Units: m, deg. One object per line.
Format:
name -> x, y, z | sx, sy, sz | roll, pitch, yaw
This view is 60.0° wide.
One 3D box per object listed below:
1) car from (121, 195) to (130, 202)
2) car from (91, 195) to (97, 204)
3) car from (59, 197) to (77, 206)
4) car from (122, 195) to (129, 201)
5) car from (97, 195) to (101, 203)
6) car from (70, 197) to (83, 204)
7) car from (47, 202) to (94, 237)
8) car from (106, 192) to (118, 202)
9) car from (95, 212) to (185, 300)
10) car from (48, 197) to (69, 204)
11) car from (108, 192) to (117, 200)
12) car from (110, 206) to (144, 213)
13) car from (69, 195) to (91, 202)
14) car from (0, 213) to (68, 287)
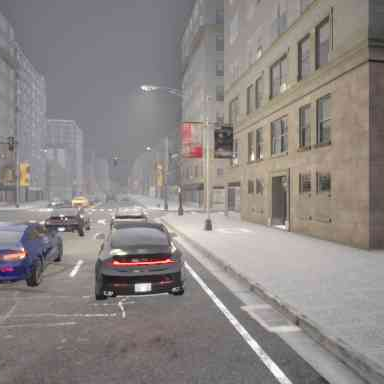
car -> -16.009, 1.620, 80.021 | 1.895, 1.301, 4.718 | 0, 0, -11
car -> -18.234, 1.375, 58.036 | 2.097, 1.767, 4.553 | 0, 0, -12
car -> -21.495, 1.571, 57.740 | 2.033, 1.411, 5.357 | 0, 0, -11
car -> -17.997, 1.503, 89.814 | 1.882, 1.535, 5.008 | 0, 0, -11
car -> -20.127, 1.577, 67.644 | 1.994, 1.385, 4.181 | 0, 0, -11
car -> -23.430, 1.620, 67.579 | 1.895, 1.301, 4.718 | 0, 0, -11
car -> -6.625, 1.510, 18.008 | 1.837, 1.490, 4.892 | 0, 0, -12
car -> -18.867, 1.246, 77.764 | 2.150, 2.045, 5.566 | 0, 0, -11
car -> -1.378, 1.506, 8.485 | 1.837, 1.490, 4.892 | 0, 0, -11
car -> -19.632, 1.512, 48.172 | 2.128, 1.511, 4.902 | 0, 0, -15
car -> -20.941, 1.118, 87.975 | 2.150, 2.045, 5.566 | 0, 0, -11
car -> -3.330, 1.496, 17.604 | 2.128, 1.511, 4.902 | 0, 0, -11
car -> -16.422, 1.498, 48.952 | 1.882, 1.535, 5.008 | 0, 0, -11
car -> -4.803, 1.528, 9.043 | 1.812, 1.442, 4.674 | 0, 0, -11
